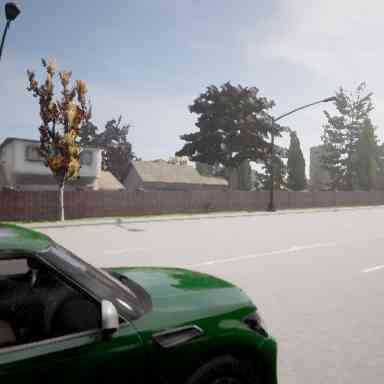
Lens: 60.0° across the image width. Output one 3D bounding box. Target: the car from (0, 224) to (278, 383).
[{"bbox_3d":[-1.824,1.230,2.440,5.566,2.045,2.150,0,0,-36],"label":"car"}]
